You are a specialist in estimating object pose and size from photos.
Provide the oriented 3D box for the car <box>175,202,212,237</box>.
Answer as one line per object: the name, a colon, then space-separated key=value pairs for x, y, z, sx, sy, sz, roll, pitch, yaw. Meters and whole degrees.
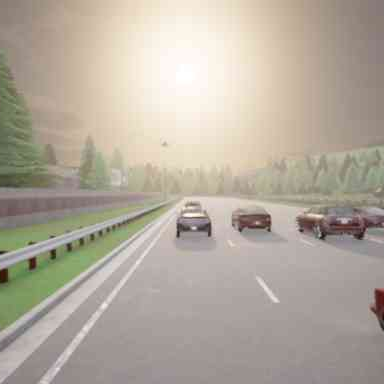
car: x=0.098 y=1.562 z=18.596 sx=2.128 sy=1.511 sz=4.902 roll=0 pitch=0 yaw=0

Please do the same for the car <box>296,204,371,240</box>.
car: x=7.097 y=1.419 z=17.603 sx=2.097 sy=1.767 sz=4.553 roll=0 pitch=0 yaw=0

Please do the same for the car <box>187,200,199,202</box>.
car: x=0.093 y=1.644 z=36.988 sx=1.837 sy=1.490 sz=4.892 roll=0 pitch=0 yaw=0

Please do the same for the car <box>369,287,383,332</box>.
car: x=3.600 y=1.612 z=2.875 sx=1.895 sy=1.301 sz=4.718 roll=0 pitch=0 yaw=0

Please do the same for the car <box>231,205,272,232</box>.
car: x=3.596 y=1.556 z=20.757 sx=1.882 sy=1.535 sz=5.008 roll=0 pitch=0 yaw=0

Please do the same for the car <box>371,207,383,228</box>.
car: x=10.596 y=1.603 z=20.538 sx=1.812 sy=1.442 sz=4.674 roll=0 pitch=0 yaw=0
